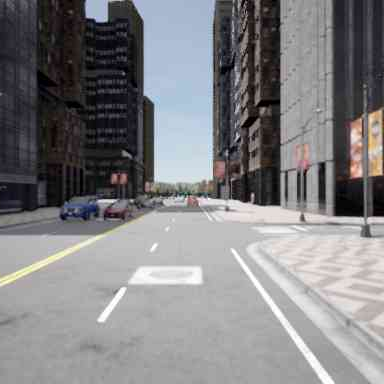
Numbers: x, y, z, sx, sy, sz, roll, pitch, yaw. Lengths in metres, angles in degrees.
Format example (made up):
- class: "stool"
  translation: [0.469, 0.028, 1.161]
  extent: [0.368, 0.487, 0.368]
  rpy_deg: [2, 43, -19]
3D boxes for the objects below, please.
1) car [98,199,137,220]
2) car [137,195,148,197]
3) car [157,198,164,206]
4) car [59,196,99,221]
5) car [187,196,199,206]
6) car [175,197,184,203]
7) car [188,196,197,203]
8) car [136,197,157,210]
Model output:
- class: "car"
  translation: [-6.570, 1.662, 29.947]
  extent: [1.882, 1.535, 5.008]
  rpy_deg: [0, 0, 0]
- class: "car"
  translation: [-9.705, 1.564, 64.410]
  extent: [2.150, 2.045, 5.566]
  rpy_deg: [0, 0, 0]
- class: "car"
  translation: [-6.463, 1.864, 63.434]
  extent: [1.812, 1.442, 4.674]
  rpy_deg: [0, 0, 1]
- class: "car"
  translation: [-9.821, 1.401, 29.649]
  extent: [2.150, 2.045, 5.566]
  rpy_deg: [0, 0, 0]
- class: "car"
  translation: [0.159, 1.690, 63.253]
  extent: [2.097, 1.767, 4.553]
  rpy_deg: [0, 0, 0]
- class: "car"
  translation: [-3.175, 2.016, 82.047]
  extent: [1.895, 1.301, 4.718]
  rpy_deg: [0, 0, 0]
- class: "car"
  translation: [0.075, 1.776, 81.985]
  extent: [2.097, 1.767, 4.553]
  rpy_deg: [0, 0, 0]
- class: "car"
  translation: [-6.535, 1.830, 47.234]
  extent: [1.994, 1.385, 4.181]
  rpy_deg: [0, 0, 0]
